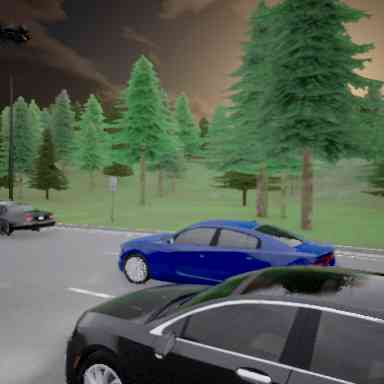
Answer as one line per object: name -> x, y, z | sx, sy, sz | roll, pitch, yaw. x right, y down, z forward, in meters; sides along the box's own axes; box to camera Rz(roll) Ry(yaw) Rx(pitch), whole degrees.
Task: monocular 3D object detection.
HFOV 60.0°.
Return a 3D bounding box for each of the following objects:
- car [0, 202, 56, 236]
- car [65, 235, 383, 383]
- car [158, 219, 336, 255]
car -> -9.026, 1.166, 15.730 | 5.357, 1.411, 2.033 | 1, 1, 22
car -> 0.927, 1.464, 2.960 | 4.892, 1.490, 1.837 | 1, 0, 33
car -> 0.595, 1.357, 7.468 | 5.008, 1.535, 1.882 | 1, 1, 29
